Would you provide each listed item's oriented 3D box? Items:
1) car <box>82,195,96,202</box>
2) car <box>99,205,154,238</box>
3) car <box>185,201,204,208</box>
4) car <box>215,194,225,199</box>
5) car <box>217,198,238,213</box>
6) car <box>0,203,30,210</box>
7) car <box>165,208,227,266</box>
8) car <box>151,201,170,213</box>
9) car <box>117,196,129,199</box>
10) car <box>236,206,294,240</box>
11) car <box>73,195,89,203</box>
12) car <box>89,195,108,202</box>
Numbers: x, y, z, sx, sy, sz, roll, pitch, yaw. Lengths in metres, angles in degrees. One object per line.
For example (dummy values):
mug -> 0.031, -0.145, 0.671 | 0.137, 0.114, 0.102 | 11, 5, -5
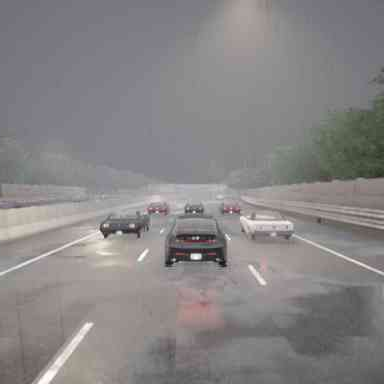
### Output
car -> -23.288, 1.480, 75.514 | 1.837, 1.490, 4.892 | 0, 0, -2
car -> -3.365, 1.599, 17.661 | 1.895, 1.301, 4.718 | 0, 0, 0
car -> 0.221, 1.600, 33.749 | 1.895, 1.301, 4.718 | 0, 0, 0
car -> 7.663, 1.411, 87.255 | 1.812, 1.442, 4.674 | 0, 0, 2
car -> 3.721, 1.601, 33.730 | 1.895, 1.301, 4.718 | 0, 0, 0
car -> -14.028, 1.544, 25.250 | 2.033, 1.411, 5.357 | 0, 0, 0
car -> 0.117, 1.504, 11.464 | 1.837, 1.490, 4.892 | 0, 0, 0
car -> -3.279, 1.600, 33.730 | 1.895, 1.301, 4.718 | 0, 0, 0
car -> -13.567, 1.481, 65.543 | 1.882, 1.535, 5.008 | 0, 0, 1
car -> 3.633, 1.600, 17.012 | 1.895, 1.301, 4.718 | 0, 0, 0
car -> -20.601, 1.546, 62.629 | 2.033, 1.411, 5.357 | 0, 0, 1
car -> -17.113, 1.501, 62.602 | 2.128, 1.511, 4.902 | 0, 0, 1
